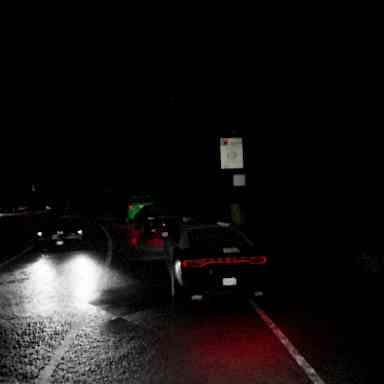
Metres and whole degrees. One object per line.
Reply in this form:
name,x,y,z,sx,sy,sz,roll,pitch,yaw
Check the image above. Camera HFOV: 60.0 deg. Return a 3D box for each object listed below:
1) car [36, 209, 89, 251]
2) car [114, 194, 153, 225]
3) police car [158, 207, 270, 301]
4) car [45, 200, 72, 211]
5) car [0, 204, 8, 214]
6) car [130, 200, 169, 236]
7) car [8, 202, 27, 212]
car,-5.648,1.659,14.872,1.895,1.301,4.718,-1,0,-16
car,-4.263,1.201,24.490,2.150,2.045,5.566,-2,1,-23
police car,0.295,1.399,8.525,1.930,1.638,5.238,-1,0,-8
car,-17.051,1.840,42.281,4.902,1.511,2.128,-2,2,45
car,-29.637,2.560,48.787,4.902,1.511,2.128,-3,2,36
car,-2.053,1.439,18.591,1.882,1.535,5.008,-2,0,-18
car,-27.561,2.325,51.562,4.892,1.490,1.837,-3,2,34
